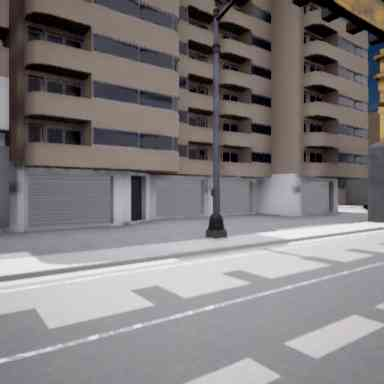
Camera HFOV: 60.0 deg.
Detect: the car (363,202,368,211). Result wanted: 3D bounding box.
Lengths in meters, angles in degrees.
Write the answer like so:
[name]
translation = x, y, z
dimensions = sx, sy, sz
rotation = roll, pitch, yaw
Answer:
[car]
translation = 20.689, 1.420, 35.318
dimensions = 2.038, 1.542, 4.974
rotation = 0, 0, -11
